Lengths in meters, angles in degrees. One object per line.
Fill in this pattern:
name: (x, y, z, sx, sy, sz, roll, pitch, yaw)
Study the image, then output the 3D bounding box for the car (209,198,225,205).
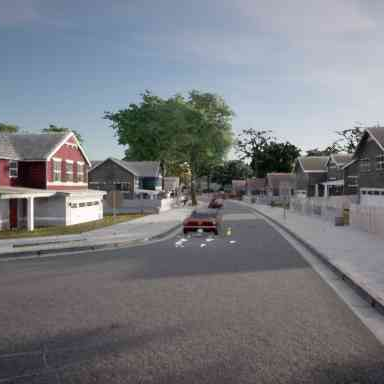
car: (3.295, 1.560, 44.569, 1.882, 1.535, 5.008, 0, 0, 4)

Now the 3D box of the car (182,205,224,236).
car: (0.676, 1.613, 18.597, 1.895, 1.301, 4.718, 0, 0, 8)
